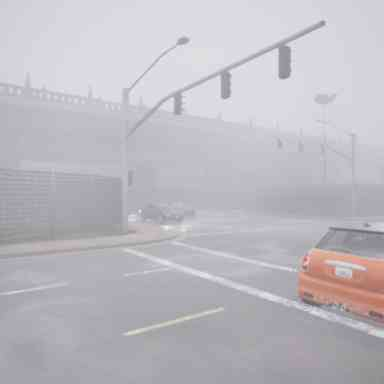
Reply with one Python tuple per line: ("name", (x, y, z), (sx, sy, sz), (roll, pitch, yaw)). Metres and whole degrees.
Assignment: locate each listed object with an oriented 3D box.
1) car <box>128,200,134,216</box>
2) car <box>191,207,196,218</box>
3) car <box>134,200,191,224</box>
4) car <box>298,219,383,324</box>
("car", (-7.846, 1.713, 33.781), (1.895, 1.301, 4.718), (0, 0, -36))
("car", (-1.579, 1.604, 31.042), (1.882, 1.535, 5.008), (0, 0, -36))
("car", (-2.456, 1.616, 26.254), (1.837, 1.490, 4.892), (0, 0, -36))
("car", (4.273, 1.395, 6.799), (4.553, 1.767, 2.097), (1, -1, -35))
